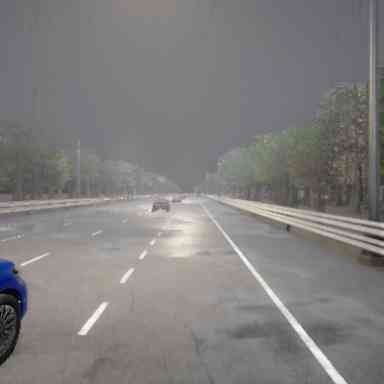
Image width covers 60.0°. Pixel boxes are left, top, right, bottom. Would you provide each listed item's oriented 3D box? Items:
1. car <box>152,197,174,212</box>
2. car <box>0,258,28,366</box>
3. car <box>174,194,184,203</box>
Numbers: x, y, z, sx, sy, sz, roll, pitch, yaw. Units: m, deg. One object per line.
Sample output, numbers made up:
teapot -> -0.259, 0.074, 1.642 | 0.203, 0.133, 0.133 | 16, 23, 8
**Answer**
car -> -3.462, 1.537, 38.486 | 1.837, 1.490, 4.892 | 0, 0, 0
car -> -3.499, 1.222, 2.566 | 2.150, 2.045, 5.566 | 0, 0, 0
car -> -3.317, 1.631, 73.714 | 1.994, 1.385, 4.181 | 0, 0, 0
